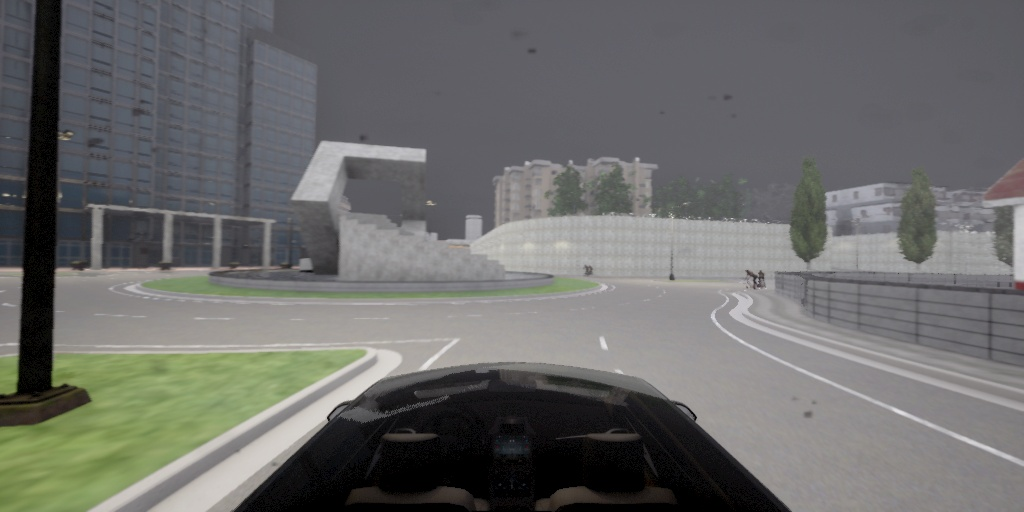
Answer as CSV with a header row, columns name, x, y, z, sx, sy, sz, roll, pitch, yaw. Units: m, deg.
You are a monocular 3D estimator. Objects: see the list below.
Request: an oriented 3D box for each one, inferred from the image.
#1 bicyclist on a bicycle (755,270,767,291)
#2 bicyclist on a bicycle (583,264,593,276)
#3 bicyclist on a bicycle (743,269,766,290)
name,x,y,z,sx,sy,sz,roll,pitch,yaw
bicyclist on a bicycle,20.243,1.949,29.193,0.582,1.620,1.656,1,-1,27
bicyclist on a bicycle,10.901,2.006,50.081,1.656,1.620,0.582,-5,12,-40
bicyclist on a bicycle,17.439,1.776,26.121,1.656,1.620,0.582,-5,-10,-10
